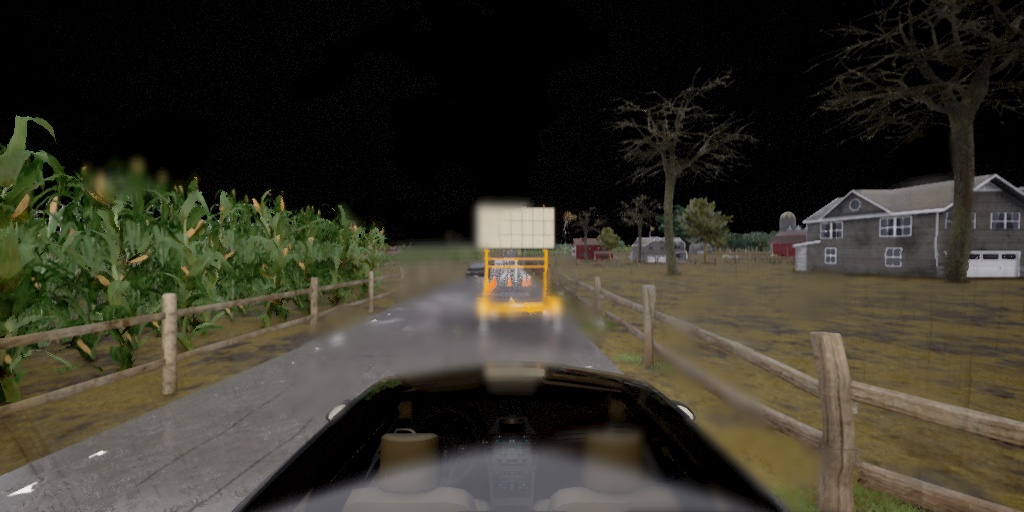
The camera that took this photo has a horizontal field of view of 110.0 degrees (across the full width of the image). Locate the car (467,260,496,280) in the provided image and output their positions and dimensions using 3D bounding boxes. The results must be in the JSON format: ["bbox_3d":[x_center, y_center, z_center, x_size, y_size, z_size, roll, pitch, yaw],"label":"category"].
[{"bbox_3d":[-2.847,1.297,31.929,2.033,1.411,5.357,0,0,0],"label":"car"}]

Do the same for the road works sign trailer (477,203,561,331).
[{"bbox_3d":[0.122,0.205,11.048,2.380,3.560,2.880,0,0,-5],"label":"road works sign trailer"}]
